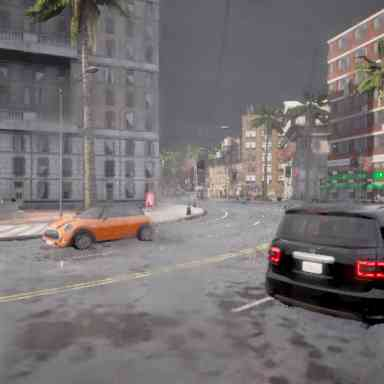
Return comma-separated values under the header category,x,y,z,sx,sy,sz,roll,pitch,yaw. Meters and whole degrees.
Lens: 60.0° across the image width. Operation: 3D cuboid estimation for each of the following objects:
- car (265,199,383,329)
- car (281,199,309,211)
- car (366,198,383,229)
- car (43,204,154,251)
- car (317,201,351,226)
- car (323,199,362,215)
category,x,y,z,sx,sy,sz,roll,pitch,yaw
car,3.718,1.220,6.940,2.150,2.045,5.566,0,1,45
car,12.435,1.536,40.299,1.994,1.385,4.181,0,0,-1
car,13.120,1.340,22.132,2.097,1.767,4.553,0,0,20
car,-3.885,1.338,14.309,2.097,1.767,4.553,0,0,43
car,10.225,1.463,24.302,1.882,1.535,5.008,0,-1,18
car,15.884,1.526,35.551,2.033,1.411,5.357,0,0,3
